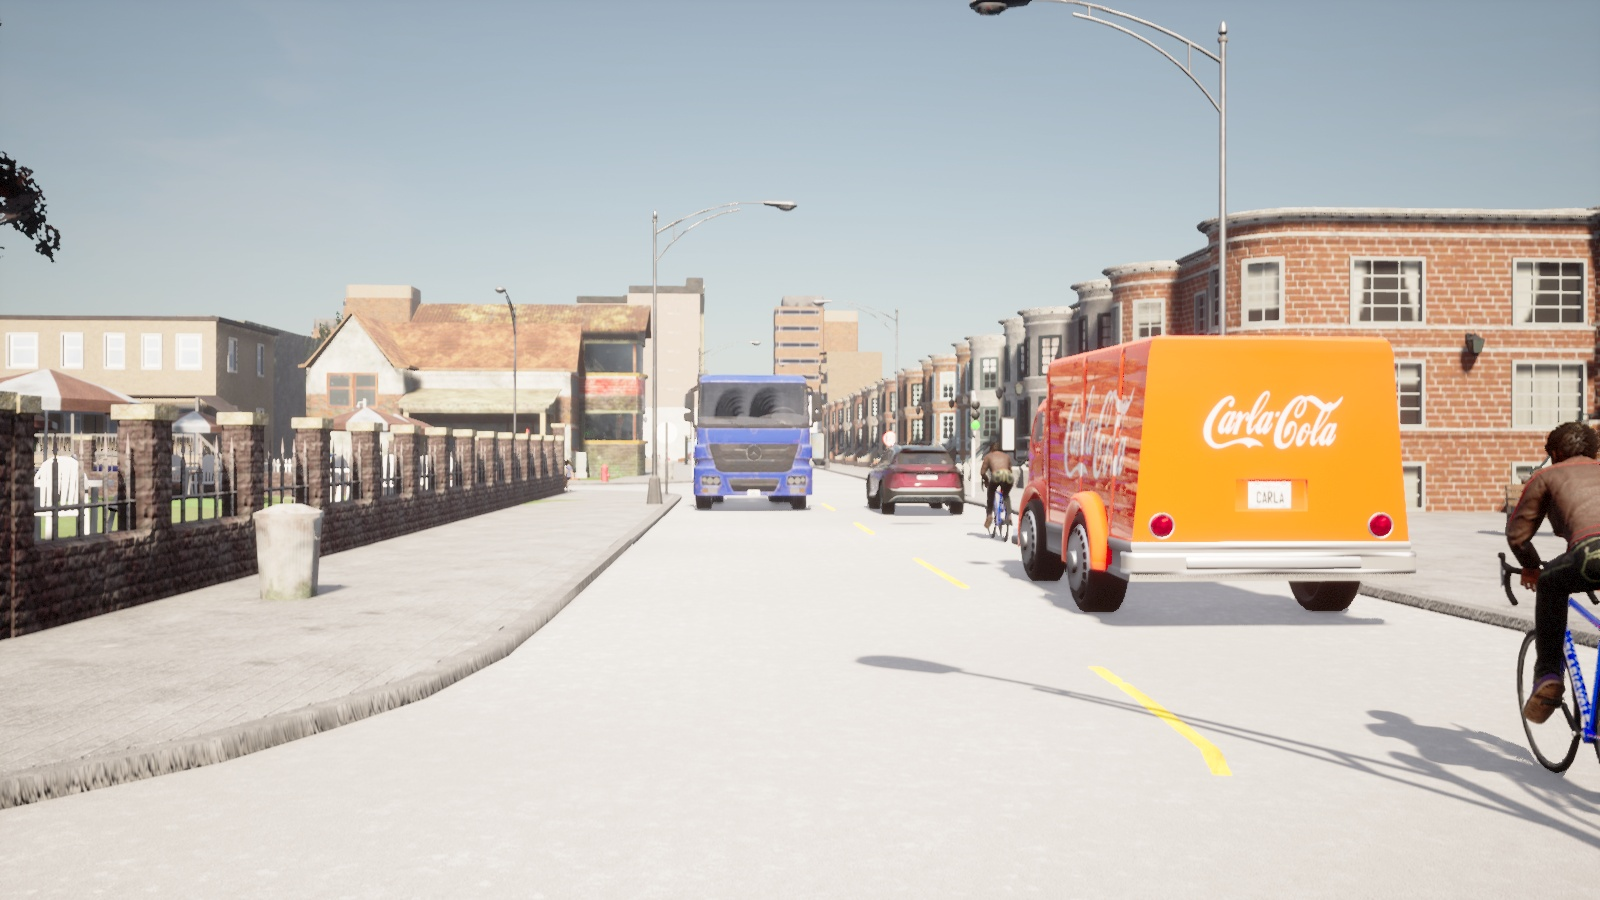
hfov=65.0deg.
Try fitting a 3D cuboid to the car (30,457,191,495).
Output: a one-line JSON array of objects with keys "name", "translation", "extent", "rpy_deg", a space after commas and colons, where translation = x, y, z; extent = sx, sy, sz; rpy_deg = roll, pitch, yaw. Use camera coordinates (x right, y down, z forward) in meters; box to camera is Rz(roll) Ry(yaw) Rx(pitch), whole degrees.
[{"name": "car", "translation": [-24.710, 0.914, 45.125], "extent": [4.718, 1.301, 1.895], "rpy_deg": [0, 0, -3]}]

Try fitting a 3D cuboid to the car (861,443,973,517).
[{"name": "car", "translation": [2.756, 0.670, 30.632], "extent": [2.033, 1.649, 4.856], "rpy_deg": [0, 0, -3]}]

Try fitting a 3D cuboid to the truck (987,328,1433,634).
[{"name": "truck", "translation": [3.727, 0.248, 12.798], "extent": [2.627, 2.467, 5.204], "rpy_deg": [0, 0, -3]}]

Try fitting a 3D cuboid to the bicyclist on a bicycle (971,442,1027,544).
[{"name": "bicyclist on a bicycle", "translation": [3.276, 0.690, 20.820], "extent": [0.582, 1.620, 1.656], "rpy_deg": [0, 0, -3]}]

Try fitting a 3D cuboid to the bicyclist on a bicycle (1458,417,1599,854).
[{"name": "bicyclist on a bicycle", "translation": [3.383, 0.689, 5.412], "extent": [0.582, 1.620, 1.656], "rpy_deg": [0, 0, 14]}]

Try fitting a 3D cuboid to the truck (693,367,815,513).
[{"name": "truck", "translation": [-1.369, -0.231, 33.878], "extent": [2.891, 3.462, 7.936], "rpy_deg": [0, 0, -4]}]

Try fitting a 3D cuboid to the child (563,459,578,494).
[{"name": "child", "translation": [-7.425, 0.857, 40.605], "extent": [0.394, 1.110, 0.255], "rpy_deg": [0, 0, 16]}]
